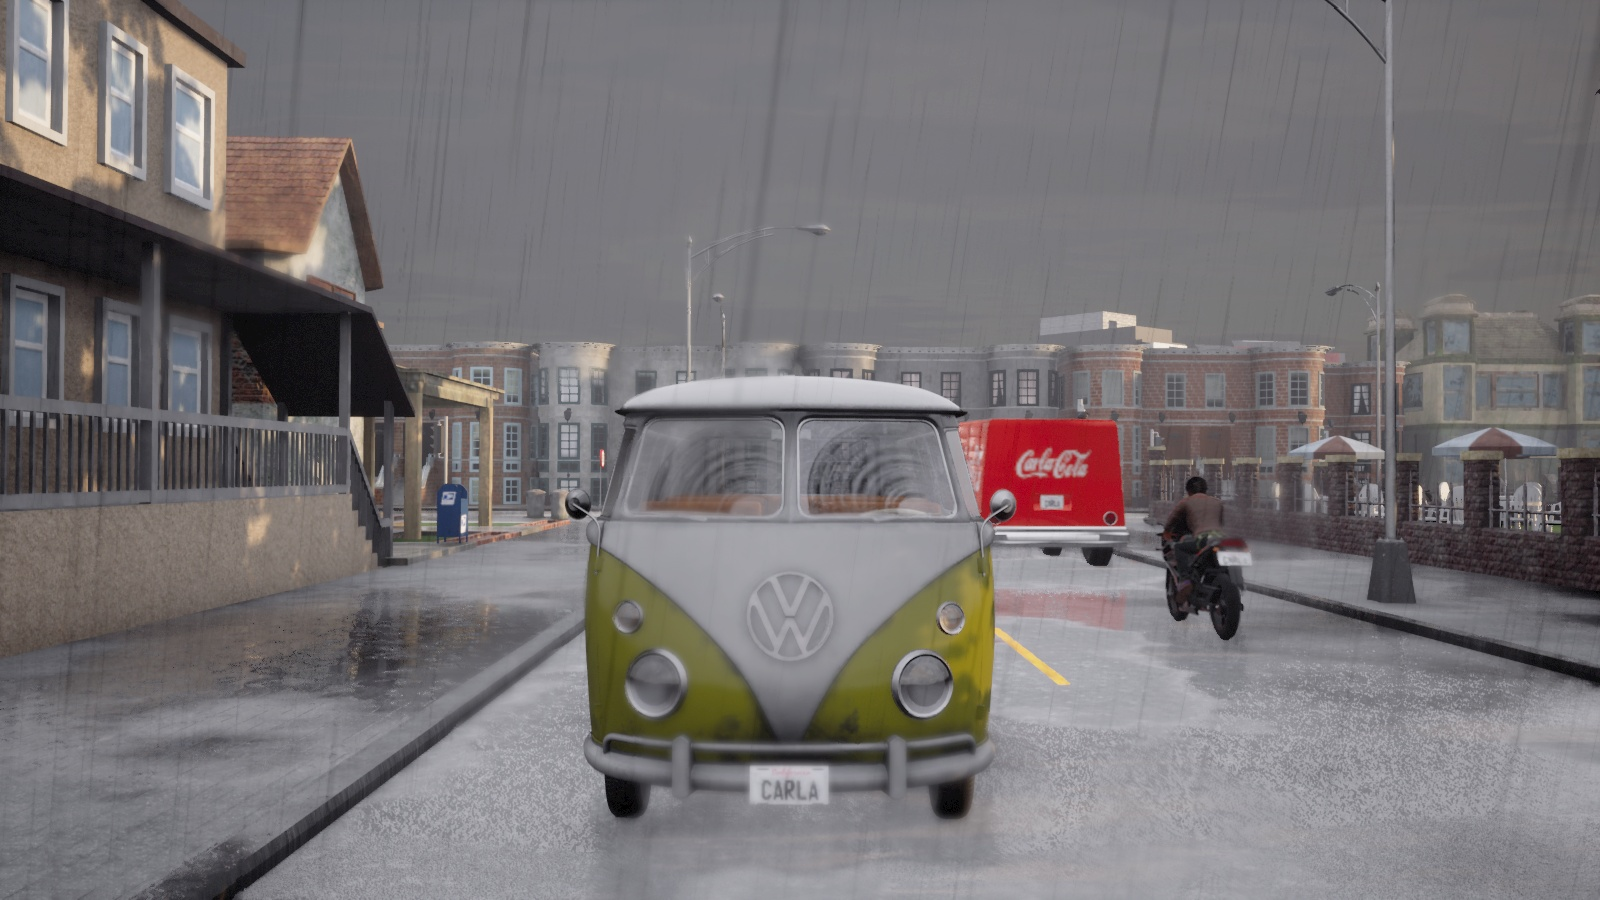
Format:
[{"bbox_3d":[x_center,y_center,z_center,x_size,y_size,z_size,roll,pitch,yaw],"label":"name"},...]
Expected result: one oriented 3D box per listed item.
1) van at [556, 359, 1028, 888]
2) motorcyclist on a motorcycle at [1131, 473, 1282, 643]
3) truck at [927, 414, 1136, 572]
[{"bbox_3d":[-0.043,0.683,6.958,1.775,1.987,4.442,0,-1,0],"label":"van"},{"bbox_3d":[3.929,0.988,12.336,0.797,1.523,2.044,0,-1,0],"label":"motorcyclist on a motorcycle"},{"bbox_3d":[3.900,0.695,22.313,2.627,2.467,5.204,0,0,-1],"label":"truck"}]
